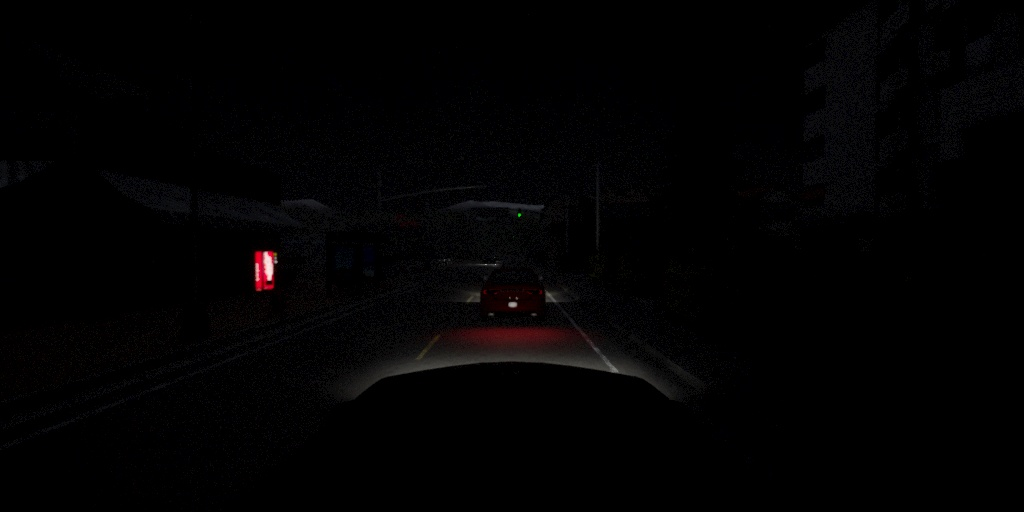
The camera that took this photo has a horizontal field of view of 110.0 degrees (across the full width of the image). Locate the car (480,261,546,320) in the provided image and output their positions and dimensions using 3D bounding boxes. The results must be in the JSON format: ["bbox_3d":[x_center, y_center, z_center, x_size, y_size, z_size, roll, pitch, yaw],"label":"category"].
[{"bbox_3d":[0.037,1.093,11.957,1.882,1.535,5.008,0,1,0],"label":"car"}]

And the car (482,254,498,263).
[{"bbox_3d":[-3.645,0.534,58.307,1.812,1.442,4.674,0,1,0],"label":"car"}]
